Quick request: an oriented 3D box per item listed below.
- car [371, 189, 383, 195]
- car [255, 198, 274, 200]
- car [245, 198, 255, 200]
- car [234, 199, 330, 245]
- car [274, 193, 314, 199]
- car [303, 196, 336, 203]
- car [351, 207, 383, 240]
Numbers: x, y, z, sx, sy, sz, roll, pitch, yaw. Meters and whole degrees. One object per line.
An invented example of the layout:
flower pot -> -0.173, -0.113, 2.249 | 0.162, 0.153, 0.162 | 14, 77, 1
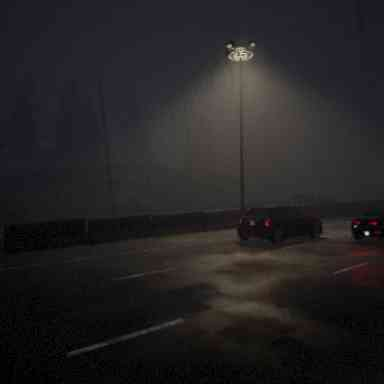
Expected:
car -> 40.220, 0.109, 71.500 | 4.892, 1.490, 1.837 | -2, 1, -38
car -> 11.127, 1.472, 44.094 | 4.902, 1.511, 2.128 | -1, 0, -38
car -> 8.320, 1.594, 46.340 | 5.357, 1.411, 2.033 | -1, 0, -39
car -> 4.365, 1.402, 16.192 | 4.553, 1.767, 2.097 | -1, 0, -38
car -> 13.197, 1.152, 41.280 | 5.566, 2.045, 2.150 | -1, 0, -38
car -> 15.188, 1.448, 38.384 | 4.181, 1.385, 1.994 | -1, 0, -38
car -> 9.324, 1.465, 15.643 | 4.892, 1.490, 1.837 | -1, 0, -38
